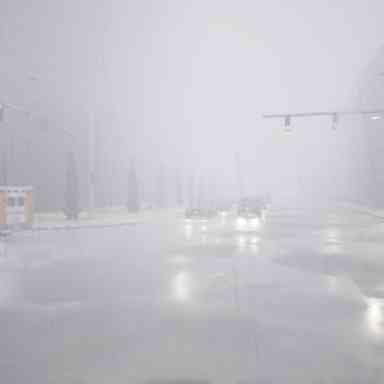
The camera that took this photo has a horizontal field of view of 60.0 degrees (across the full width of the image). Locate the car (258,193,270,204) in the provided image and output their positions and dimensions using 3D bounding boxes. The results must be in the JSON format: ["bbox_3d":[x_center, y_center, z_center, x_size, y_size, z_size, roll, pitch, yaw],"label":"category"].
[{"bbox_3d":[7.583,1.185,38.272,1.837,1.490,4.892,0,0,15],"label":"car"}]

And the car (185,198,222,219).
[{"bbox_3d":[0.844,1.351,26.763,1.994,1.385,4.181,0,0,15],"label":"car"}]

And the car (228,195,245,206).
[{"bbox_3d":[6.421,1.147,47.415,1.812,1.442,4.674,0,0,16],"label":"car"}]

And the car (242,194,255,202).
[{"bbox_3d":[10.644,1.120,62.669,1.895,1.301,4.718,0,0,15],"label":"car"}]

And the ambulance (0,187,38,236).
[{"bbox_3d":[-11.055,0.996,16.425,6.366,2.431,2.351,-1,0,15],"label":"ambulance"}]

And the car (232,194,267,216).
[{"bbox_3d":[5.169,1.243,29.343,2.128,1.511,4.902,0,0,15],"label":"car"}]

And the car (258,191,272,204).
[{"bbox_3d":[11.201,0.796,51.628,2.150,2.045,5.566,0,0,15],"label":"car"}]

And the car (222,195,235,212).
[{"bbox_3d":[3.034,1.286,34.882,1.994,1.385,4.181,0,0,15],"label":"car"}]
